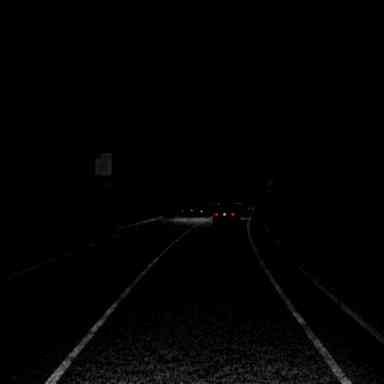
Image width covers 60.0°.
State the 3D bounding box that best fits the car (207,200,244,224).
[{"bbox_3d":[2.704,1.614,25.520,2.033,1.411,5.357,-1,0,10],"label":"car"}]

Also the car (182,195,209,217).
[{"bbox_3d":[0.502,1.375,33.667,2.150,2.045,5.566,-1,0,11],"label":"car"}]

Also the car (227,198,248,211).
[{"bbox_3d":[6.040,1.608,42.417,2.128,1.511,4.902,-1,0,11],"label":"car"}]

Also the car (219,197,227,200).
[{"bbox_3d":[7.176,1.785,74.636,1.895,1.301,4.718,0,0,2],"label":"car"}]
